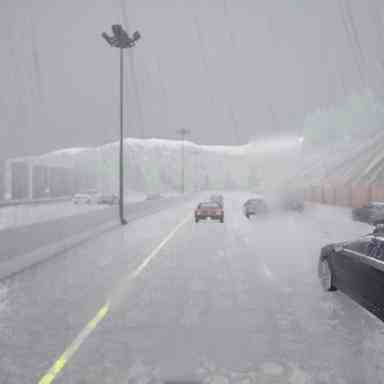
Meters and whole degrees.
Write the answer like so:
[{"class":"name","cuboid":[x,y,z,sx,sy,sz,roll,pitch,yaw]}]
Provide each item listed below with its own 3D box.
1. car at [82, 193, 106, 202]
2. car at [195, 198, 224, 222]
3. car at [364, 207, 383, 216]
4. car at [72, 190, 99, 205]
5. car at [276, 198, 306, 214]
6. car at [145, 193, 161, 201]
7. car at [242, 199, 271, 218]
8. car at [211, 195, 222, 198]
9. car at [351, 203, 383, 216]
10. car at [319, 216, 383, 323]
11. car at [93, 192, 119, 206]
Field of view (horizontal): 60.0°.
[{"class":"car","cuboid":[-16.678,0.887,57.007,2.033,1.411,5.357,0,1,6]},{"class":"car","cuboid":[1.291,1.359,23.390,1.895,1.301,4.718,0,1,5]},{"class":"car","cuboid":[7.520,1.433,10.487,1.812,1.442,4.674,0,1,3]},{"class":"car","cuboid":[-14.318,0.692,45.575,2.150,2.045,5.566,0,0,6]},{"class":"car","cuboid":[8.982,1.244,30.529,2.033,1.411,5.357,0,1,5]},{"class":"car","cuboid":[-6.322,0.936,55.147,2.033,1.411,5.357,0,1,6]},{"class":"car","cuboid":[5.141,1.273,26.813,2.033,1.411,5.357,0,1,5]},{"class":"car","cuboid":[3.370,1.072,45.726,2.033,1.411,5.357,0,1,7]},{"class":"car","cuboid":[11.753,1.369,21.195,1.994,1.385,4.181,0,1,4]},{"class":"car","cuboid":[3.776,1.439,5.780,2.128,1.511,4.902,0,1,2]},{"class":"car","cuboid":[-10.967,1.059,43.980,1.994,1.385,4.181,0,1,6]}]
